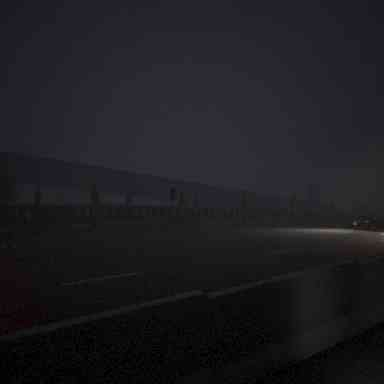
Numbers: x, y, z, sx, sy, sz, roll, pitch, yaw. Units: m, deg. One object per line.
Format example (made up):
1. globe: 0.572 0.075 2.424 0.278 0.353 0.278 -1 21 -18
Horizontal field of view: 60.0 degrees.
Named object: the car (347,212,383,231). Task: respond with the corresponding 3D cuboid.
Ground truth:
1. car: 14.748 2.420 27.424 4.902 1.511 2.128 6 -3 -35
